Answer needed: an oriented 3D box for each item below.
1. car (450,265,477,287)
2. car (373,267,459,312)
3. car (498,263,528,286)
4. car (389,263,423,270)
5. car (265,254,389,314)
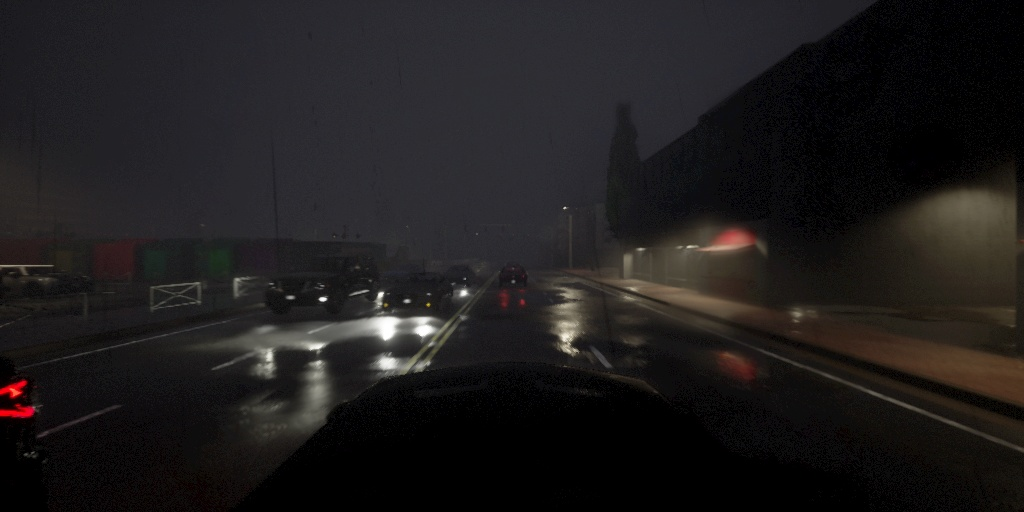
[{"bbox_3d":[-3.509,1.293,24.501,2.033,1.411,5.357,0,0,0],"label":"car"},{"bbox_3d":[-3.500,1.314,13.944,1.994,1.385,4.181,0,0,0],"label":"car"},{"bbox_3d":[0.082,1.345,24.948,1.895,1.301,4.718,0,0,0],"label":"car"},{"bbox_3d":[-7.016,1.224,23.897,1.882,1.535,5.008,0,0,0],"label":"car"},{"bbox_3d":[-6.999,0.955,14.092,2.150,2.045,5.566,0,0,0],"label":"car"}]
